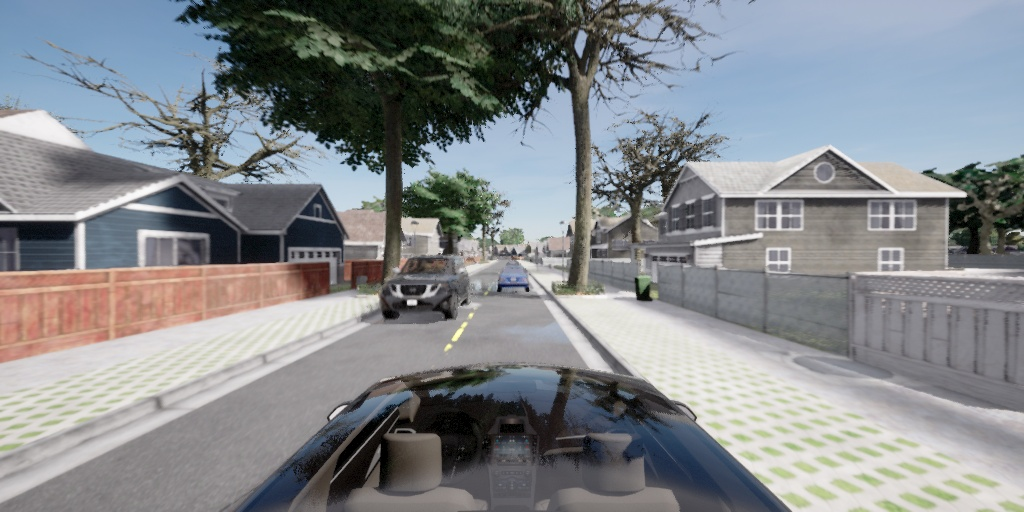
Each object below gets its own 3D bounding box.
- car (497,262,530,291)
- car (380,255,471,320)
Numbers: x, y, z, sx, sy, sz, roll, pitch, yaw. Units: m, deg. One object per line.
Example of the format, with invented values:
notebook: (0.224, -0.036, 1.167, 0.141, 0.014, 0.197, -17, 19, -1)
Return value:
car: (0.087, 1.284, 21.475, 2.033, 1.411, 5.357, 0, 0, 0)
car: (-2.804, 0.967, 12.895, 2.150, 2.045, 5.566, 0, 0, 1)
